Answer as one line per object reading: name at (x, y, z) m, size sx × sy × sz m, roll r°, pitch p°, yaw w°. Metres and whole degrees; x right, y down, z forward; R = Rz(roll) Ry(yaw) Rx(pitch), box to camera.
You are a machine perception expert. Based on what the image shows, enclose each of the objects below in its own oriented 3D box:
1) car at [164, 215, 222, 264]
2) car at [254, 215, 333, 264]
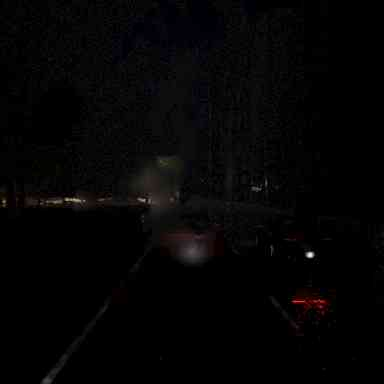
car at (0.042, 1.610, 12.299) m, size 2.128 × 1.511 × 4.902 m, roll 0°, pitch 0°, yaw 1°
car at (3.542, 1.625, 12.330) m, size 1.837 × 1.490 × 4.892 m, roll 0°, pitch 0°, yaw 1°
